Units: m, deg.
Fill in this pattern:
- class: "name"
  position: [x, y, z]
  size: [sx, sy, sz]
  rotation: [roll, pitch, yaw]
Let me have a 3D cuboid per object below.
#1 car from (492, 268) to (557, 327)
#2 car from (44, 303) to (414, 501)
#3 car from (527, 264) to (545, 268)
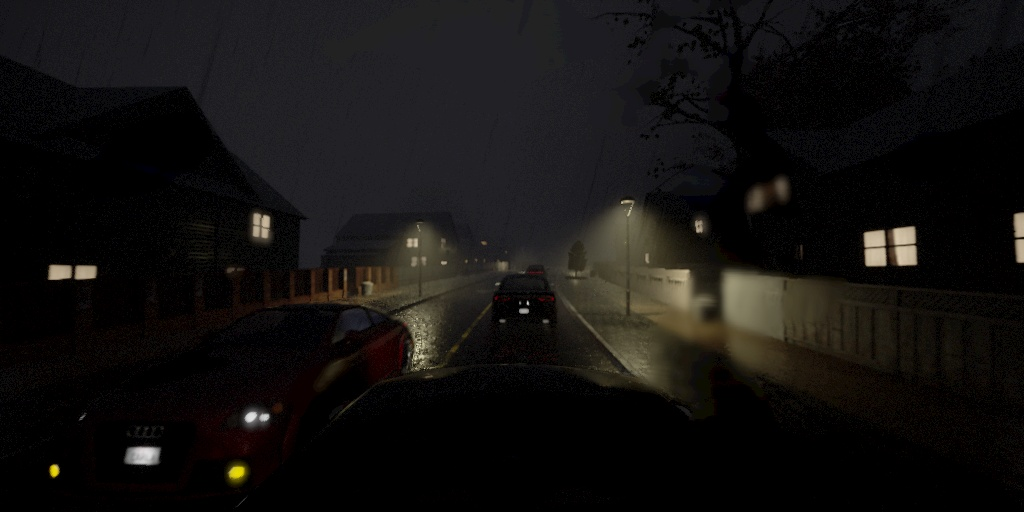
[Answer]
- class: "car"
  position: [0.429, 1.329, 12.062]
  size: [1.882, 1.535, 5.008]
  rotation: [0, 0, 2]
- class: "car"
  position: [-2.752, 1.344, 4.701]
  size: [1.994, 1.385, 4.181]
  rotation: [0, -1, 1]
- class: "car"
  position: [2.261, 1.538, 32.391]
  size: [1.837, 1.490, 4.892]
  rotation: [0, 0, 7]
